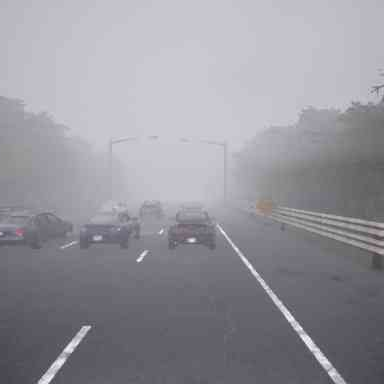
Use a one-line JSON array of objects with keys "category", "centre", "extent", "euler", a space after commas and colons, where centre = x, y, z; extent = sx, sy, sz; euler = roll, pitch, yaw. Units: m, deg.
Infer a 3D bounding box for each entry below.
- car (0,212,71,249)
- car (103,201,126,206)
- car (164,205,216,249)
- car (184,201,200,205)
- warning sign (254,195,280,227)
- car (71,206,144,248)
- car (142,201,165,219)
[{"category": "car", "centre": [-7.000, 1.580, 14.658], "extent": [2.033, 1.411, 5.357], "euler": [0, 0, 0]}, {"category": "car", "centre": [-7.000, 1.570, 29.665], "extent": [1.812, 1.442, 4.674], "euler": [0, 0, 0]}, {"category": "car", "centre": [0.000, 1.533, 14.657], "extent": [1.837, 1.490, 4.892], "euler": [0, 0, 0]}, {"category": "car", "centre": [0.000, 1.570, 29.665], "extent": [1.812, 1.442, 4.674], "euler": [0, 0, 0]}, {"category": "warning sign", "centre": [4.578, 1.140, 20.522], "extent": [1.300, 1.860, 1.060], "euler": [2, 2, 0]}, {"category": "car", "centre": [-3.500, 1.550, 14.658], "extent": [1.812, 1.442, 4.674], "euler": [0, 0, 0]}, {"category": "car", "centre": [-3.500, 1.532, 29.664], "extent": [2.128, 1.511, 4.902], "euler": [0, 0, 0]}]
